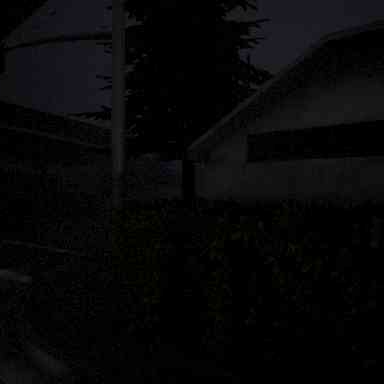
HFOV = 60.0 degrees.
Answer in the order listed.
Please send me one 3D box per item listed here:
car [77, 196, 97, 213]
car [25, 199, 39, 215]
[{"bbox_3d":[-10.415,1.322,35.156,3.866,1.878,1.905,0,0,35],"label":"car"},{"bbox_3d":[-17.222,1.490,33.026,4.611,1.667,2.242,0,0,35],"label":"car"}]
